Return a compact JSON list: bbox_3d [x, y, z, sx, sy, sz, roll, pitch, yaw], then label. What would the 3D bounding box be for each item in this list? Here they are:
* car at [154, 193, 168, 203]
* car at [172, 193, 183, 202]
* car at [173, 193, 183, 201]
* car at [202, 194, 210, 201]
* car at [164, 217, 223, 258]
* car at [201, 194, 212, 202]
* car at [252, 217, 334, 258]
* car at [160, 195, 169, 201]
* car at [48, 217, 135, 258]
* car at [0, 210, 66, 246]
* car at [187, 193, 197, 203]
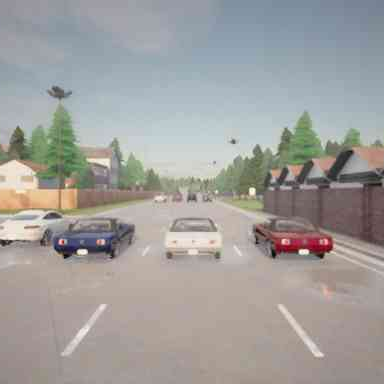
[{"bbox_3d":[-7.010,1.253,73.408,2.150,2.045,5.566,0,0,0],"label":"car"},{"bbox_3d":[-3.511,1.553,74.531,2.128,1.511,4.902,0,0,0],"label":"car"},{"bbox_3d":[-3.512,1.185,84.658,2.150,2.045,5.566,0,0,0],"label":"car"},{"bbox_3d":[3.488,1.392,83.798,1.837,1.490,4.892,0,0,0],"label":"car"},{"bbox_3d":[0.060,1.608,12.739,1.895,1.301,4.718,0,0,0],"label":"car"},{"bbox_3d":[3.489,1.624,73.825,1.895,1.301,4.718,0,0,0],"label":"car"},{"bbox_3d":[3.560,1.608,12.739,1.895,1.301,4.718,0,0,0],"label":"car"},{"bbox_3d":[-7.012,1.487,83.826,1.895,1.301,4.718,0,0,0],"label":"car"},{"bbox_3d":[-3.440,1.608,12.730,1.895,1.301,4.718,0,0,0],"label":"car"},{"bbox_3d":[-6.927,1.534,15.174,1.812,1.442,4.674,0,0,0],"label":"car"},{"bbox_3d":[-0.010,1.253,73.409,2.150,2.045,5.566,0,0,0],"label":"car"}]
